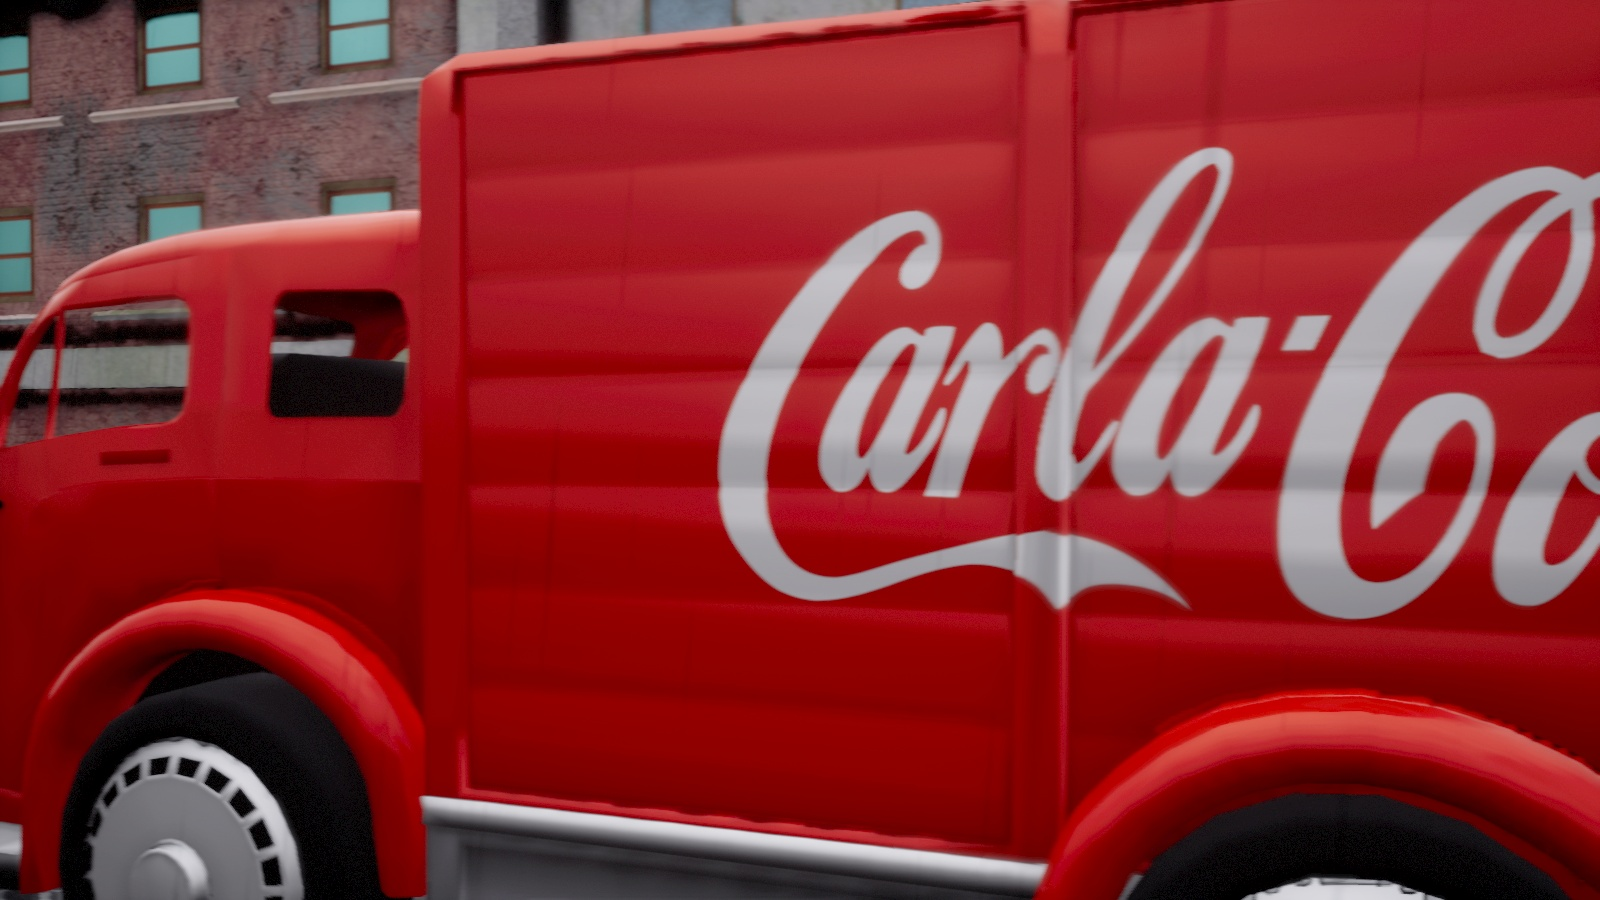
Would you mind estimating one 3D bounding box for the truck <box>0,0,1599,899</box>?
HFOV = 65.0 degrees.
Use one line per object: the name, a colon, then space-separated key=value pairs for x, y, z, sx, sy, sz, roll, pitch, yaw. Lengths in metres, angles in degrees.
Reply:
truck: x=0.118 y=0.280 z=3.679 sx=5.204 sy=2.467 sz=2.627 roll=1 pitch=1 yaw=18
